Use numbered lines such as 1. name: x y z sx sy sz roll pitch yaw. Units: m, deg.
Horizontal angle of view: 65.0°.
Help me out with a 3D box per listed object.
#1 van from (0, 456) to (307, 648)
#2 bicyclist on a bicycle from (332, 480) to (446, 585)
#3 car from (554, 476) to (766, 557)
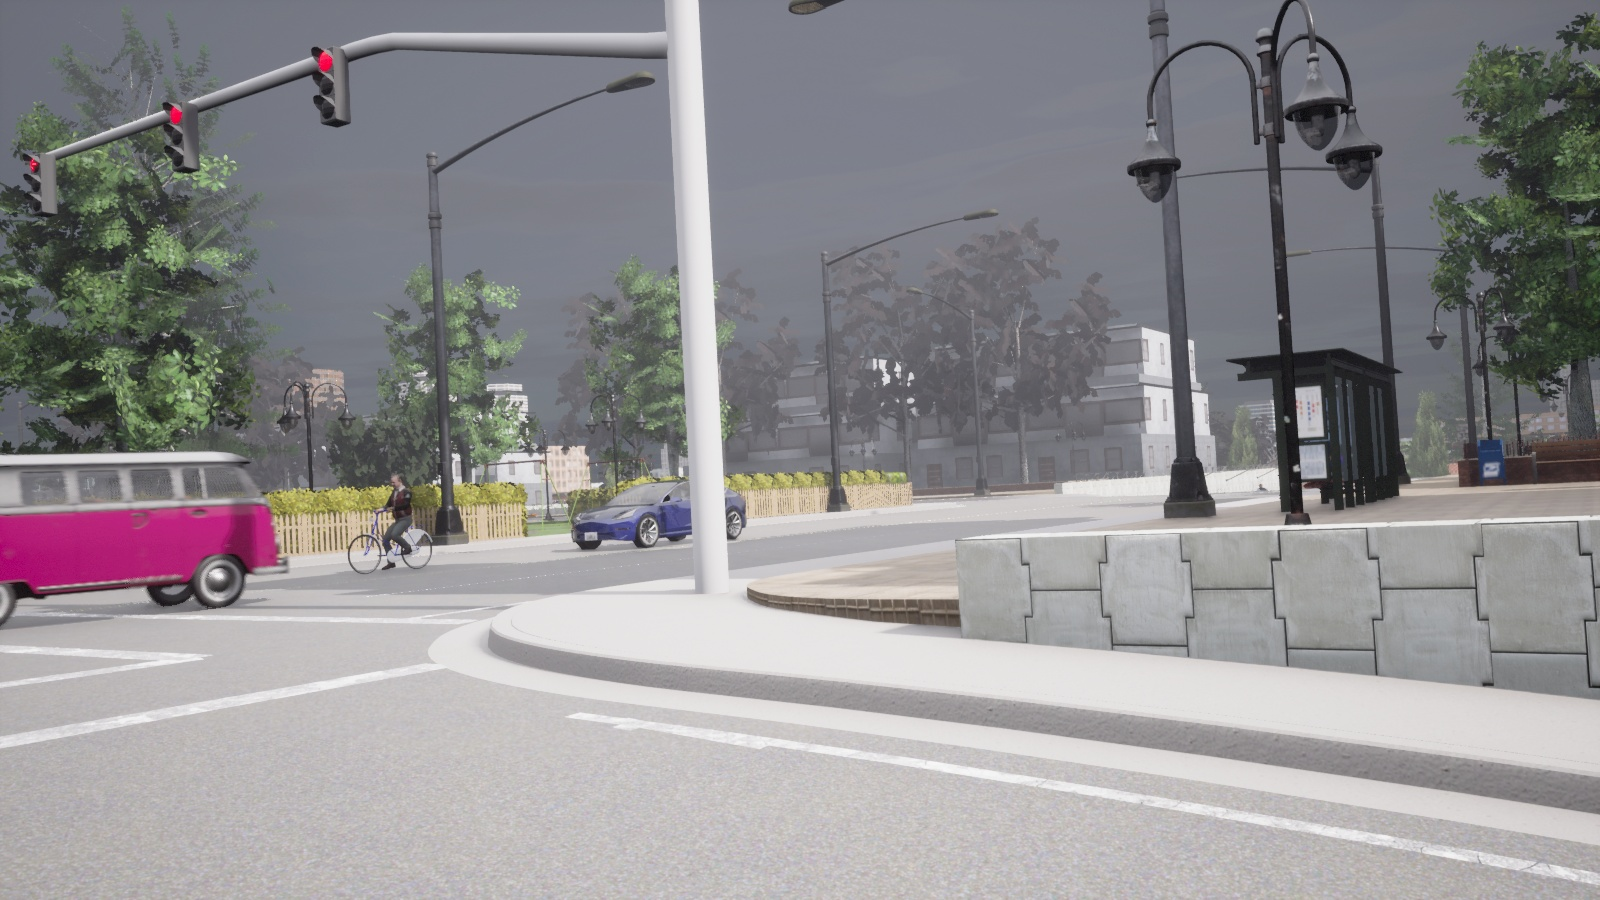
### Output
1. van: -8.570 1.188 15.168 1.775 1.987 4.442 -6 -2 42
2. bicyclist on a bicycle: -7.419 1.470 22.764 0.659 1.776 1.843 -5 -2 34
3. car: -3.126 1.490 29.020 2.163 1.488 4.792 -5 -2 34
